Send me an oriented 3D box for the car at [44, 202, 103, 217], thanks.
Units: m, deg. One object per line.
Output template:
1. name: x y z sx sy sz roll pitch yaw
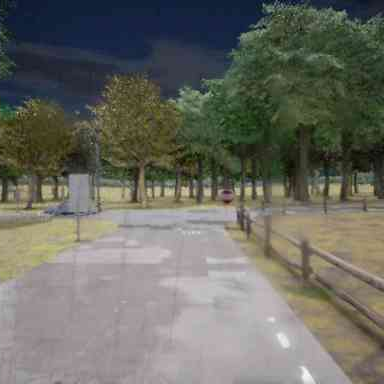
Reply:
1. car: -11.665 1.673 32.921 5.357 1.411 2.033 -1 0 0
